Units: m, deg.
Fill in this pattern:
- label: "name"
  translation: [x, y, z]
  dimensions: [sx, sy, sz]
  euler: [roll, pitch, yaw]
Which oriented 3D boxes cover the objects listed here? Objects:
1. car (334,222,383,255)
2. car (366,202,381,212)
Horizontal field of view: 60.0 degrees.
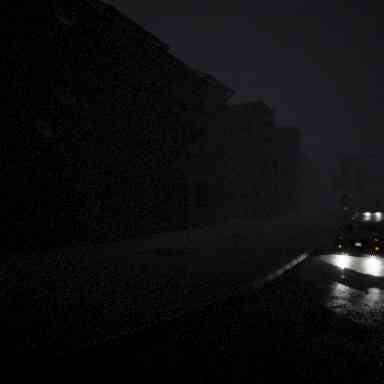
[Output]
- label: "car"
  translation: [8.154, 2.145, 16.130]
  dimensions: [1.994, 1.385, 4.181]
  euler: [-1, -3, 29]
- label: "car"
  translation: [28.198, 2.319, 51.643]
  dimensions: [1.895, 1.301, 4.718]
  euler: [-1, 1, 30]
